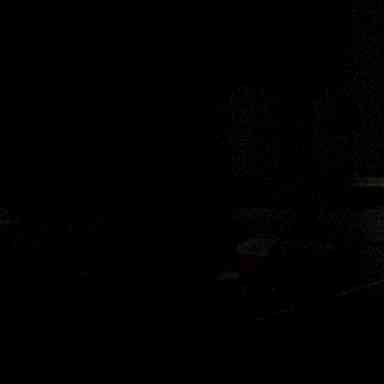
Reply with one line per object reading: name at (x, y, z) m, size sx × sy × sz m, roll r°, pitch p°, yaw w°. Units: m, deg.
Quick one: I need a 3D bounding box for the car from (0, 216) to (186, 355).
car at (-2.810, 1.318, 4.644) m, size 5.009 × 1.841 × 2.192 m, roll 0°, pitch 0°, yaw -35°

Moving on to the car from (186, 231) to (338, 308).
car at (1.812, 1.622, 7.938) m, size 4.206 × 1.307 × 1.802 m, roll 0°, pitch 0°, yaw -35°
